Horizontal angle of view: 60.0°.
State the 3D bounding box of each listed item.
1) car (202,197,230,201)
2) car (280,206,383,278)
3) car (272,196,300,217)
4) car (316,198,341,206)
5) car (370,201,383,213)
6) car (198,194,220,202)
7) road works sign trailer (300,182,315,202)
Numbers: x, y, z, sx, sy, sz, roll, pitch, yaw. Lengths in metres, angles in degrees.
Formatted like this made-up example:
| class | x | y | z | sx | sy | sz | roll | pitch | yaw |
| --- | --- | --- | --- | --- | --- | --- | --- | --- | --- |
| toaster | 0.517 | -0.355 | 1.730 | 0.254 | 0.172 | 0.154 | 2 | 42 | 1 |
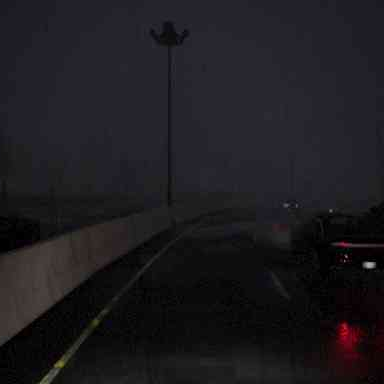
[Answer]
| class | x | y | z | sx | sy | sz | roll | pitch | yaw |
| --- | --- | --- | --- | --- | --- | --- | --- | --- | --- |
| car | 4.365 | 0.714 | 54.569 | 2.150 | 2.045 | 5.566 | 0 | 1 | 31 |
| car | 4.205 | 1.401 | 9.863 | 2.128 | 1.511 | 4.902 | 0 | 1 | 5 |
| car | 7.866 | 1.098 | 27.720 | 2.097 | 1.767 | 4.553 | 0 | 1 | 17 |
| car | 11.914 | 1.263 | 28.947 | 1.812 | 1.442 | 4.674 | 0 | 1 | 19 |
| car | 7.900 | 1.117 | 11.747 | 2.150 | 2.045 | 5.566 | 0 | 1 | 7 |
| car | 3.115 | 1.050 | 59.338 | 1.895 | 1.301 | 4.718 | 0 | 1 | 32 |
| road works sign trailer | 21.529 | -0.091 | 61.185 | 2.380 | 3.560 | 2.880 | 1 | 1 | 42 |
